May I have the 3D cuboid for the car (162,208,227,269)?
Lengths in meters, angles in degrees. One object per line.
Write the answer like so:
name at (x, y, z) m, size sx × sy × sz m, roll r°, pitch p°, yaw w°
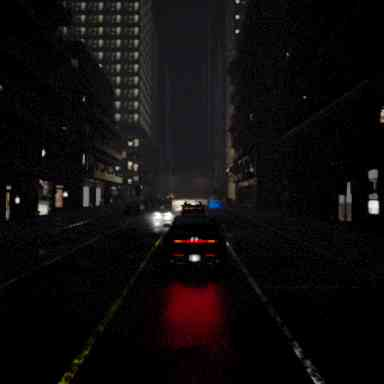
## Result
car at (0.078, 1.475, 11.091) m, size 1.837 × 1.490 × 4.892 m, roll 0°, pitch 0°, yaw 0°

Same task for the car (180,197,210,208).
car at (0.076, 1.422, 27.025) m, size 2.128 × 1.511 × 4.902 m, roll 0°, pitch 0°, yaw 0°

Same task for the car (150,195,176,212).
car at (-3.105, 1.396, 37.199) m, size 2.128 × 1.511 × 4.902 m, roll 0°, pitch 0°, yaw 0°

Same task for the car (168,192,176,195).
car at (-5.703, 1.213, 87.605) m, size 1.967 × 1.590 × 4.097 m, roll 1°, pitch 0°, yaw 0°

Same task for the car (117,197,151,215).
car at (-5.654, 1.466, 32.918) m, size 2.008 × 1.369 × 4.403 m, roll 1°, pitch 0°, yaw 0°

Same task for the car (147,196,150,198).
car at (-5.657, 1.483, 38.459) m, size 1.802 × 1.307 × 4.206 m, roll 1°, pitch 0°, yaw 0°

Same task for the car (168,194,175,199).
car at (-5.708, 1.341, 93.181) m, size 1.802 × 1.307 × 4.206 m, roll 1°, pitch 0°, yaw 0°

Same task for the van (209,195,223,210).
van at (2.695, 1.243, 38.513) m, size 1.690 × 1.788 × 3.998 m, roll 1°, pitch 0°, yaw 0°

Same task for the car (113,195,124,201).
car at (-16.515, 1.311, 72.182) m, size 4.097 × 1.590 × 1.967 m, roll 0°, pitch -1°, yaw 0°
